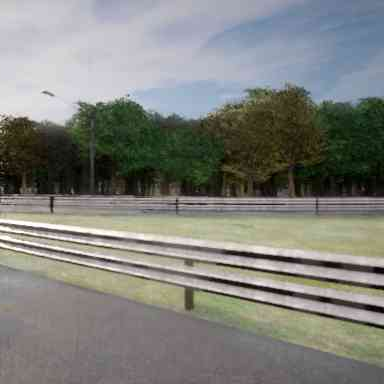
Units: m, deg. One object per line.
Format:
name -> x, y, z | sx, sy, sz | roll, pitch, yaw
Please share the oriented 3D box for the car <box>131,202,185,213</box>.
car -> -3.047, 1.176, 29.539 | 4.718, 1.301, 1.895 | 0, 0, 10
